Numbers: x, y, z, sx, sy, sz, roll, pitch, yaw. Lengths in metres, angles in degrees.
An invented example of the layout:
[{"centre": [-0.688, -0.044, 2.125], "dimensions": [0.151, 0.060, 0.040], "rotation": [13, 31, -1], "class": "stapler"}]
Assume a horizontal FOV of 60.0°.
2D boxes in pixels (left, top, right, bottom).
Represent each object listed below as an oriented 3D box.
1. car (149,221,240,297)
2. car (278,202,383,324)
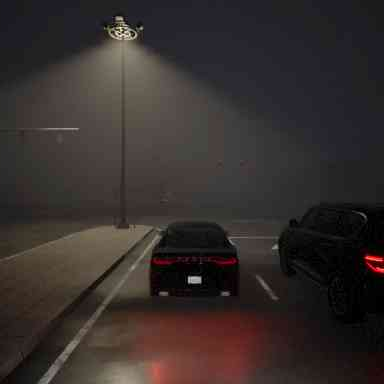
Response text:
[{"centre": [0.063, 1.478, 8.634], "dimensions": [1.882, 1.535, 5.008], "rotation": [0, 0, 0], "class": "car"}, {"centre": [3.566, 1.221, 7.287], "dimensions": [2.150, 2.045, 5.566], "rotation": [0, 0, 0], "class": "car"}]
